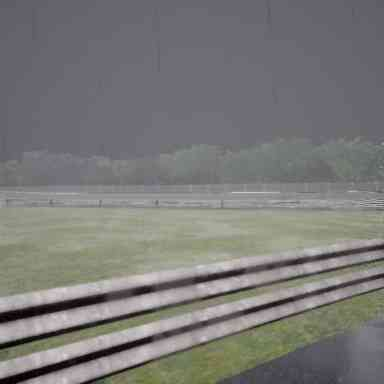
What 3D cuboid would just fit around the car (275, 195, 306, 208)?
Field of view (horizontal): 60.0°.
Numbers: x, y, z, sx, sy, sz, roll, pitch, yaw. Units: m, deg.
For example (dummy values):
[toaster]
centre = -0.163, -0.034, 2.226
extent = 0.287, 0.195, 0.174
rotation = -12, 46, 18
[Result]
[car]
centre = 14.318, 1.299, 48.735
extent = 4.553, 1.767, 2.097
rotation = -1, 2, 21
